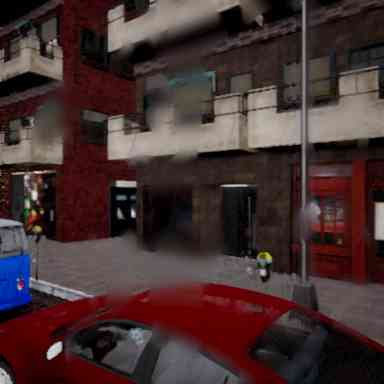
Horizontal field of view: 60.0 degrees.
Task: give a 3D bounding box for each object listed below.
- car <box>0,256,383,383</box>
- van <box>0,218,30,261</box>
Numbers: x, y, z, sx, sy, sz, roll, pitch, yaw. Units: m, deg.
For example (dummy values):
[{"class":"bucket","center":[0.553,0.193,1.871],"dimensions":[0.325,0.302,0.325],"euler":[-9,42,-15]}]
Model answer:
[{"class":"car","center":[-0.118,1.538,2.962],"dimensions":[4.507,1.381,1.887],"euler":[0,0,36]},{"class":"van","center":[-4.700,1.313,6.233],"dimensions":[3.998,1.788,1.690],"euler":[0,0,36]}]
